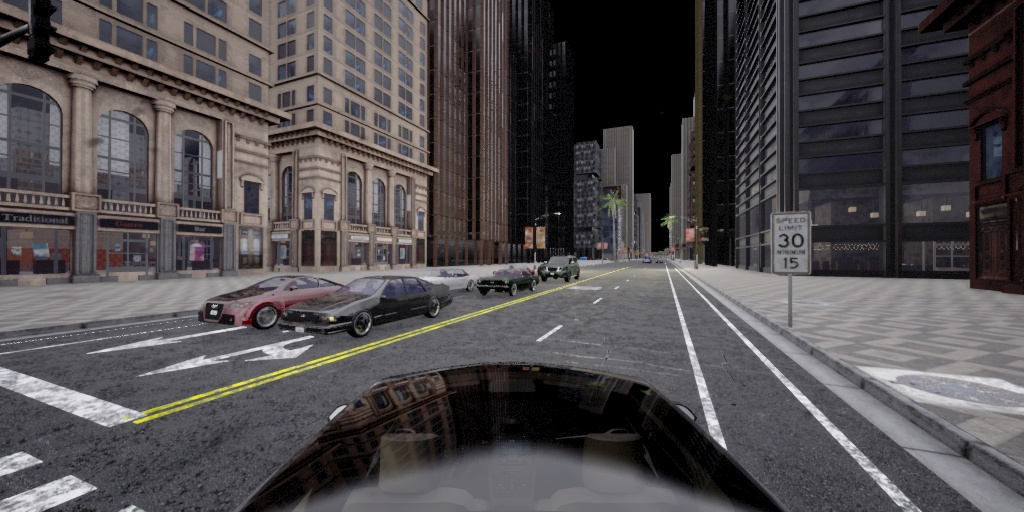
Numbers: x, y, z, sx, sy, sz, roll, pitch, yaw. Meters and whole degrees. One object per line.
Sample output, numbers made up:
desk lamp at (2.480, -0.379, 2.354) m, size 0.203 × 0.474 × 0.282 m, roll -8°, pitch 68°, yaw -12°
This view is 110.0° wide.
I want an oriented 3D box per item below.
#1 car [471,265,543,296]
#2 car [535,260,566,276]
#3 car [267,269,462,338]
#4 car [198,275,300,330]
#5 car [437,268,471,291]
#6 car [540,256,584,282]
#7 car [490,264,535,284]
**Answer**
car at (-0.102, 1.358, 19.502) m, size 1.895 × 1.301 × 4.718 m, roll 0°, pitch 0°, yaw 23°
car at (4.199, 1.251, 37.932) m, size 1.882 × 1.535 × 5.008 m, roll 0°, pitch 0°, yaw 23°
car at (-3.834, 1.299, 10.669) m, size 2.033 × 1.411 × 5.357 m, roll 0°, pitch 0°, yaw 23°
car at (-7.092, 1.316, 11.297) m, size 1.994 × 1.385 × 4.181 m, roll 0°, pitch 0°, yaw 23°
car at (-3.687, 1.357, 19.370) m, size 1.895 × 1.301 × 4.718 m, roll 0°, pitch 0°, yaw 23°
car at (4.065, 0.987, 29.354) m, size 2.150 × 2.045 × 5.566 m, roll 0°, pitch 0°, yaw 23°
car at (0.191, 1.364, 28.545) m, size 1.895 × 1.301 × 4.718 m, roll 0°, pitch 0°, yaw 23°
